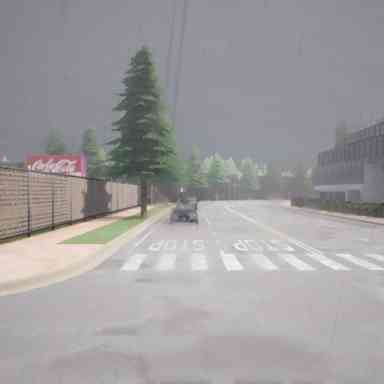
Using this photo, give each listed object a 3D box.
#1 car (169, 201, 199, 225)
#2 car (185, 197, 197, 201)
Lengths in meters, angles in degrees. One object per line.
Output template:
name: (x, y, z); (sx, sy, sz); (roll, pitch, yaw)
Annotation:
car: (-0.536, 1.573, 23.965); (1.994, 1.385, 4.181); (0, 0, 0)
car: (-0.146, 1.489, 49.949); (2.128, 1.511, 4.902); (0, 0, 3)
